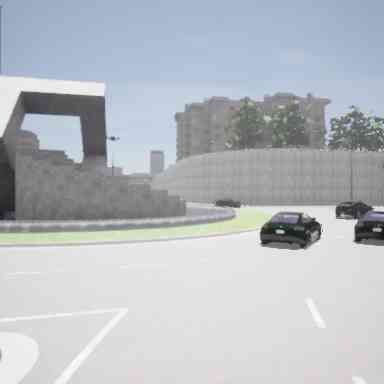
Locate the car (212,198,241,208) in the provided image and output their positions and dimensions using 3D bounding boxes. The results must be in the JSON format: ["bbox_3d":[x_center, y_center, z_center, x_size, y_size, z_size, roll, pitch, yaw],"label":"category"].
[{"bbox_3d":[5.021,1.556,48.391,4.181,1.385,1.994,0,0,40],"label":"car"}]

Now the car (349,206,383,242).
[{"bbox_3d":[9.118,1.610,16.100,1.994,1.385,4.181,0,0,33],"label":"car"}]

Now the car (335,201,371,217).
[{"bbox_3d":[14.943,1.577,30.420,4.892,1.490,1.837,0,-2,-40],"label":"car"}]

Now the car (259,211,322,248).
[{"bbox_3d":[4.603,1.582,15.209,1.994,1.385,4.181,0,0,31],"label":"car"}]
